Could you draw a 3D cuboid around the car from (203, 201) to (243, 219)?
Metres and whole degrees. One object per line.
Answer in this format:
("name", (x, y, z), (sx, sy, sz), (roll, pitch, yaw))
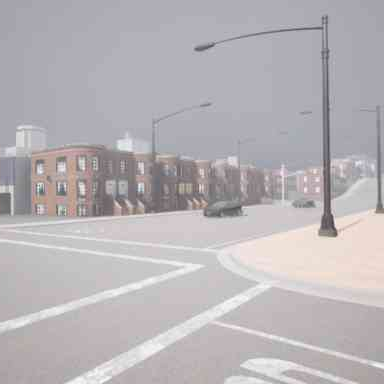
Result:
("car", (2.959, 1.602, 31.333), (1.882, 1.535, 5.008), (-1, 0, 37))

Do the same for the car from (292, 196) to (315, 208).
("car", (16.569, 1.468, 49.406), (2.097, 1.767, 4.553), (-1, 0, 37))
